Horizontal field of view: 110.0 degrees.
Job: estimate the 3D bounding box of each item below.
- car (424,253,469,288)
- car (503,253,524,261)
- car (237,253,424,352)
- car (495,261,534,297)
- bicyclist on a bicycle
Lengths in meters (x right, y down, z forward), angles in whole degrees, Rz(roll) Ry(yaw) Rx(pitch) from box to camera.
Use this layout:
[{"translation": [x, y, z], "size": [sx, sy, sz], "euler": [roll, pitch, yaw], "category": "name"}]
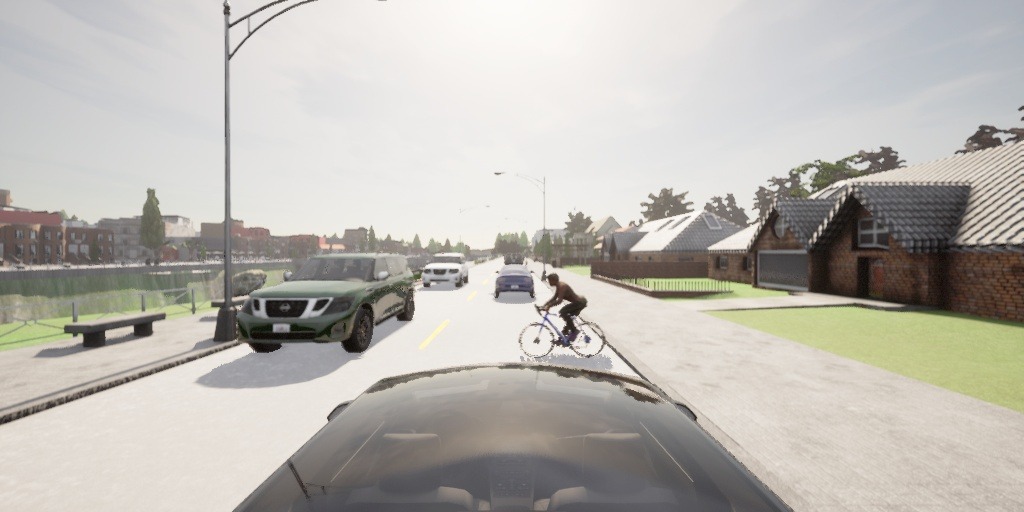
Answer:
[{"translation": [-4.052, 0.838, 22.707], "size": [2.150, 2.045, 5.566], "euler": [0, 1, 0], "category": "car"}, {"translation": [0.180, 0.714, 41.062], "size": [2.150, 2.045, 5.566], "euler": [0, -1, 0], "category": "car"}, {"translation": [-4.095, 0.926, 9.138], "size": [2.150, 2.045, 5.566], "euler": [0, 0, 0], "category": "car"}, {"translation": [0.127, 1.173, 18.005], "size": [1.812, 1.442, 4.674], "euler": [0, 0, 0], "category": "car"}, {"translation": [0.949, 1.141, 6.817], "size": [1.656, 1.620, 0.582], "euler": [-1, 0, 0], "category": "bicyclist on a bicycle"}]
